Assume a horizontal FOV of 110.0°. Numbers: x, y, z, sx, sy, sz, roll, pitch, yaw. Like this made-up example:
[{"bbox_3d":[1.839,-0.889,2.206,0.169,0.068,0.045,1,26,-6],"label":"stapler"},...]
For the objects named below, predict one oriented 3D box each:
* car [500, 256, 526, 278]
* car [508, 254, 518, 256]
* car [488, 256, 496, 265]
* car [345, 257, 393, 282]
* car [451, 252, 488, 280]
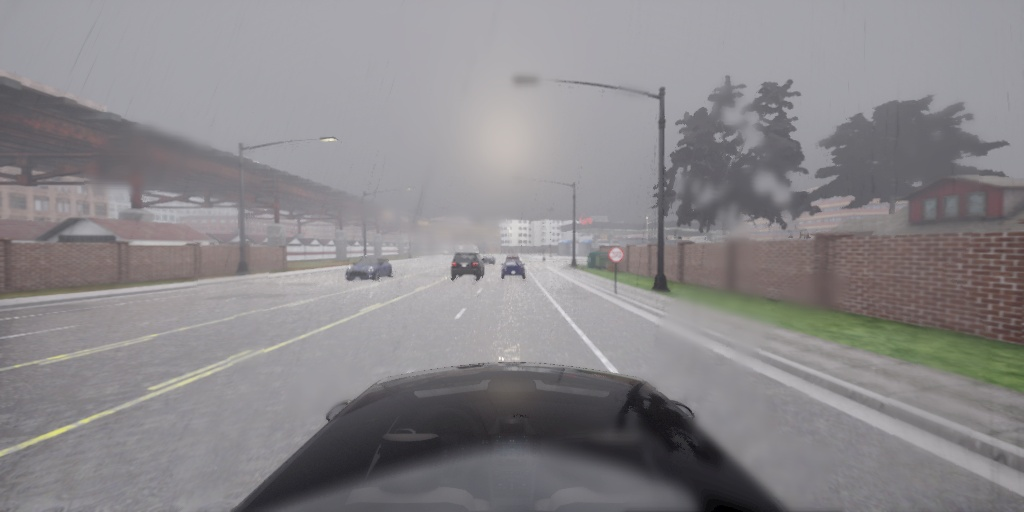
[{"bbox_3d":[0.105,1.017,29.472,1.812,1.442,4.674,0,1,0],"label":"car"},{"bbox_3d":[0.107,0.496,50.675,1.882,1.535,5.008,0,1,0],"label":"car"},{"bbox_3d":[-3.392,0.579,52.486,1.895,1.301,4.718,0,1,0],"label":"car"},{"bbox_3d":[-10.545,0.892,26.753,2.097,1.767,4.553,0,1,0],"label":"car"},{"bbox_3d":[-3.396,0.735,28.186,2.150,2.045,5.566,0,1,0],"label":"car"}]
